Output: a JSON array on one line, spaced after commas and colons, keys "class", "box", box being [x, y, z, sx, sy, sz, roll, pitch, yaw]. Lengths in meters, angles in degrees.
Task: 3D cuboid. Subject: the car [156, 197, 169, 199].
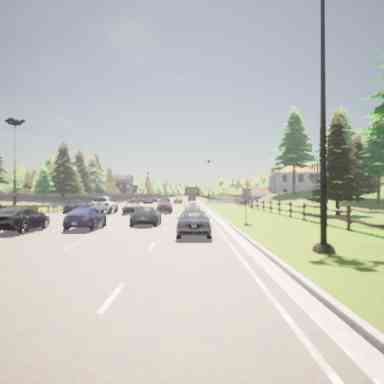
[{"class": "car", "box": [-7.012, 2.278, 80.492, 1.994, 1.385, 4.181, 0, -1, 0]}]

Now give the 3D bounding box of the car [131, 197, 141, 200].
[{"class": "car", "box": [-14.012, 2.250, 80.491, 1.812, 1.442, 4.674, 0, -1, 0]}]

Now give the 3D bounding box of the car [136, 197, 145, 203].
[{"class": "car", "box": [-14.013, 2.181, 90.496, 1.812, 1.442, 4.674, 0, -1, 0]}]

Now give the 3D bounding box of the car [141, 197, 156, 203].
[{"class": "car", "box": [-10.512, 2.277, 80.458, 1.994, 1.385, 4.181, 0, -1, 0]}]

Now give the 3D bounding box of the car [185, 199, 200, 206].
[{"class": "car", "box": [0.080, 1.908, 41.904, 1.812, 1.442, 4.674, 0, -1, 0]}]

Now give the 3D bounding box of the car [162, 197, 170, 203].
[{"class": "car", "box": [-7.013, 2.157, 90.497, 1.837, 1.490, 4.892, 0, -1, 0]}]

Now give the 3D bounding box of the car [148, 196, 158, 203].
[{"class": "car", "box": [-10.513, 2.012, 90.468, 2.097, 1.767, 4.553, 0, -1, 0]}]

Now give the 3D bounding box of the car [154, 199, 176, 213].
[{"class": "car", "box": [-3.420, 1.908, 41.855, 1.812, 1.442, 4.674, 0, -1, 0]}]

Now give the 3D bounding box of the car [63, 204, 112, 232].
[{"class": "car", "box": [-6.918, 1.725, 21.794, 1.812, 1.442, 4.674, 0, -1, 0]}]

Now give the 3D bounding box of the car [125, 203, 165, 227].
[{"class": "car", "box": [-3.404, 1.792, 24.957, 1.994, 1.385, 4.181, 0, -1, 0]}]

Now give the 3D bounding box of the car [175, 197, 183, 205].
[{"class": "car", "box": [-3.512, 2.199, 80.077, 1.882, 1.535, 5.008, 0, -1, 0]}]

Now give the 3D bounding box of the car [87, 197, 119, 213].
[{"class": "car", "box": [-10.405, 1.587, 40.012, 2.150, 2.045, 5.566, 0, -1, 0]}]

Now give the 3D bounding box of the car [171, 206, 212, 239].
[{"class": "car", "box": [0.097, 1.717, 18.497, 2.033, 1.411, 5.357, 0, 0, 0]}]

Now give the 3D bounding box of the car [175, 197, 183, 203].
[{"class": "car", "box": [-3.513, 2.182, 90.497, 2.128, 1.511, 4.902, 0, -1, 0]}]

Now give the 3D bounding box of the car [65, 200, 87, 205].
[{"class": "car", "box": [-13.905, 1.722, 40.541, 2.097, 1.767, 4.553, 0, -1, 0]}]

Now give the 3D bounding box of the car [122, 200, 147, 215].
[{"class": "car", "box": [-6.906, 1.960, 39.315, 1.895, 1.301, 4.718, 0, -1, 0]}]

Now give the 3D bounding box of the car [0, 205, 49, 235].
[{"class": "car", "box": [-10.403, 1.690, 20.230, 1.837, 1.490, 4.892, 0, -1, 0]}]

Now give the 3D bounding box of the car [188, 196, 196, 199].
[{"class": "car", "box": [-0.012, 2.278, 80.493, 1.994, 1.385, 4.181, 0, -1, 0]}]

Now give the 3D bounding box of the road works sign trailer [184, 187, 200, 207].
[{"class": "road works sign trailer", "box": [-0.008, 0.952, 53.458, 2.380, 3.560, 2.880, 0, -1, 0]}]
